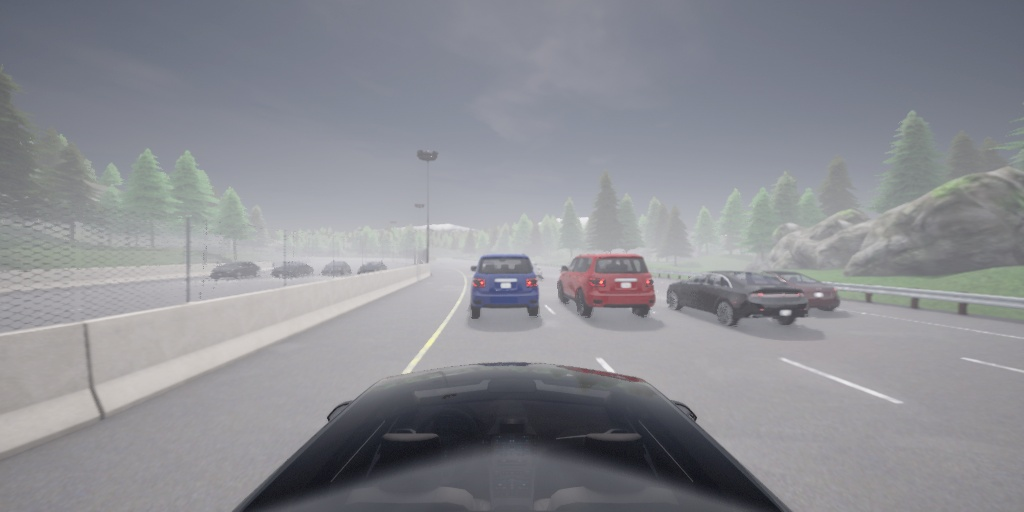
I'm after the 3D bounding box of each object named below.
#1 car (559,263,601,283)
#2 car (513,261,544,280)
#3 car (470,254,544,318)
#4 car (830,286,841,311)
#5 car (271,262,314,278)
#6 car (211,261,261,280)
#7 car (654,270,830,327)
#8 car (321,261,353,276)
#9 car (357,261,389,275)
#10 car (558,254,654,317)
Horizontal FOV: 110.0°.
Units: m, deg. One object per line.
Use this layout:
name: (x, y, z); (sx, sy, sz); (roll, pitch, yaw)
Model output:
car: (5.221, 1.266, 28.284); (1.895, 1.301, 4.718); (0, 0, -7)
car: (1.355, 1.192, 30.659); (1.812, 1.442, 4.674); (0, 0, -8)
car: (-0.336, 0.941, 13.088); (2.150, 2.045, 5.566); (0, 0, -3)
car: (10.101, 1.260, 13.939); (1.994, 1.385, 4.181); (0, 0, -3)
car: (-20.518, 1.248, 33.812); (2.033, 1.411, 5.357); (0, 0, -9)
car: (-23.633, 1.221, 30.908); (1.837, 1.490, 4.892); (0, 0, -9)
car: (6.738, 1.201, 11.405); (2.128, 1.511, 4.902); (0, 0, -3)
car: (-17.406, 1.215, 35.834); (1.812, 1.442, 4.674); (0, 0, -11)
car: (-13.495, 1.231, 35.147); (2.033, 1.411, 5.357); (0, 0, -7)
car: (3.168, 0.934, 13.122); (2.150, 2.045, 5.566); (0, 0, -3)
